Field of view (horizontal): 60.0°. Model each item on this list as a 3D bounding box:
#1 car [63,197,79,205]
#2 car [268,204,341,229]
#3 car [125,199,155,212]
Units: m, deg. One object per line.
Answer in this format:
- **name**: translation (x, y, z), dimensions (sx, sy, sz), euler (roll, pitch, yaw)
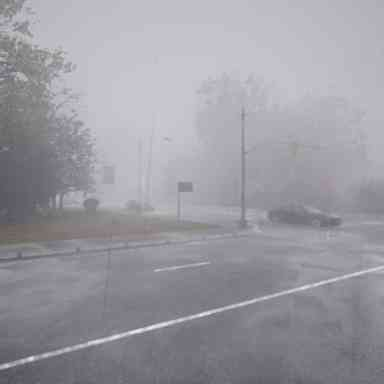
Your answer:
- **car**: translation (-21.639, 1.641, 59.251), dimensions (1.994, 1.385, 4.181), euler (0, 0, -39)
- **car**: translation (7.550, 1.606, 22.690), dimensions (1.882, 1.535, 5.008), euler (0, 0, -39)
- **car**: translation (-6.327, 1.646, 40.071), dimensions (1.837, 1.490, 4.892), euler (0, 0, -39)
